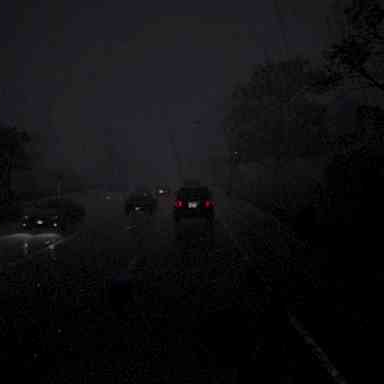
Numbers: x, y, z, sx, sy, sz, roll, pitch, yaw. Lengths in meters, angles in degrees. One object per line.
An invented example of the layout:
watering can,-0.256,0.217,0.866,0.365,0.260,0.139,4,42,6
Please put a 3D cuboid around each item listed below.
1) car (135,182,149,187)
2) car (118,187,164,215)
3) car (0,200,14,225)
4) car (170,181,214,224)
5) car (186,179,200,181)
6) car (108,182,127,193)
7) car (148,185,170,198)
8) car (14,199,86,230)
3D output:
car,-7.082,-0.696,47.646,1.812,1.442,4.674,0,3,0
car,-3.402,0.685,23.092,2.128,1.511,4.902,0,3,0
car,-10.512,1.094,17.216,1.994,1.385,4.181,0,3,0
car,0.098,0.618,19.564,2.150,2.045,5.566,0,3,0
car,0.097,-0.589,40.561,2.150,2.045,5.566,0,4,0
car,-10.583,-0.743,47.623,1.882,1.535,5.008,0,3,0
car,-3.408,-0.149,38.545,2.033,1.411,5.357,0,3,0
car,-7.008,1.091,17.281,1.994,1.385,4.181,0,3,0
